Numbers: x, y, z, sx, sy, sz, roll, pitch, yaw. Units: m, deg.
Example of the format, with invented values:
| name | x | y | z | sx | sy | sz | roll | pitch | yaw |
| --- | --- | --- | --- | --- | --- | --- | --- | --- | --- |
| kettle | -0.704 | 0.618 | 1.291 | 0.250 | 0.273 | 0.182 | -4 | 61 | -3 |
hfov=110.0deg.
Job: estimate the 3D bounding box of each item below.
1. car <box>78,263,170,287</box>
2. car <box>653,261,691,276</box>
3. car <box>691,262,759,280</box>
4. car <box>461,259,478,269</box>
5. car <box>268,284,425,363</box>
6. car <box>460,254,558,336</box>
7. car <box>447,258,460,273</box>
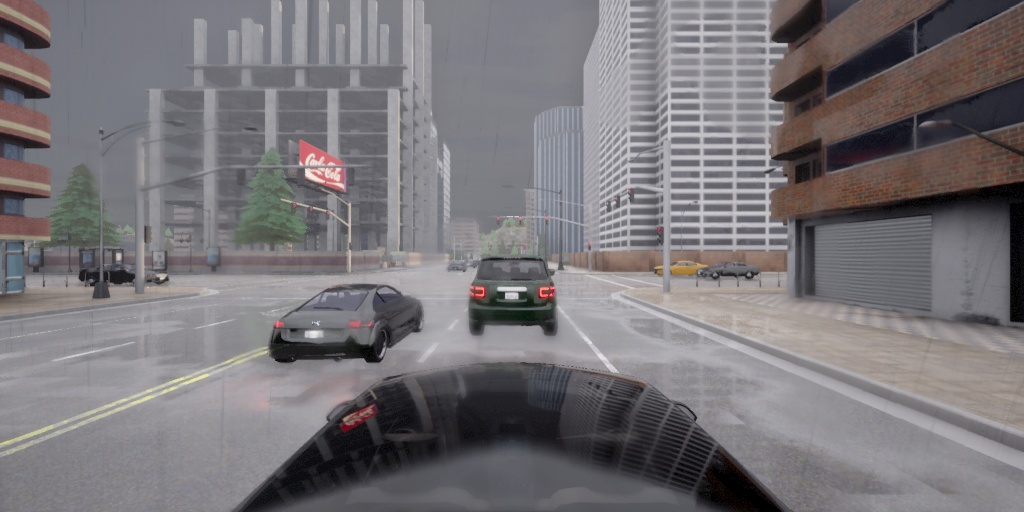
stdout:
| name | x | y | z | sx | sy | sz | roll | pitch | yaw |
| --- | --- | --- | --- | --- | --- | --- | --- | --- | --- |
| car | -25.911 | 1.240 | 24.062 | 4.902 | 1.511 | 2.128 | 0 | 0 | 0 |
| car | 16.305 | 1.227 | 34.746 | 5.008 | 1.535 | 1.882 | 0 | 0 | 0 |
| car | 18.782 | 1.241 | 31.244 | 4.902 | 1.511 | 2.128 | 0 | 0 | 0 |
| car | -6.765 | 1.239 | 58.051 | 2.128 | 1.511 | 4.902 | 0 | 0 | 1 |
| car | -3.375 | 1.314 | 8.156 | 1.994 | 1.385 | 4.181 | 0 | 0 | 0 |
| car | 0.102 | 0.971 | 10.543 | 2.150 | 2.045 | 5.566 | 0 | 0 | 2 |
| car | -6.711 | 1.312 | 43.845 | 1.994 | 1.385 | 4.181 | 0 | 0 | -2 |
